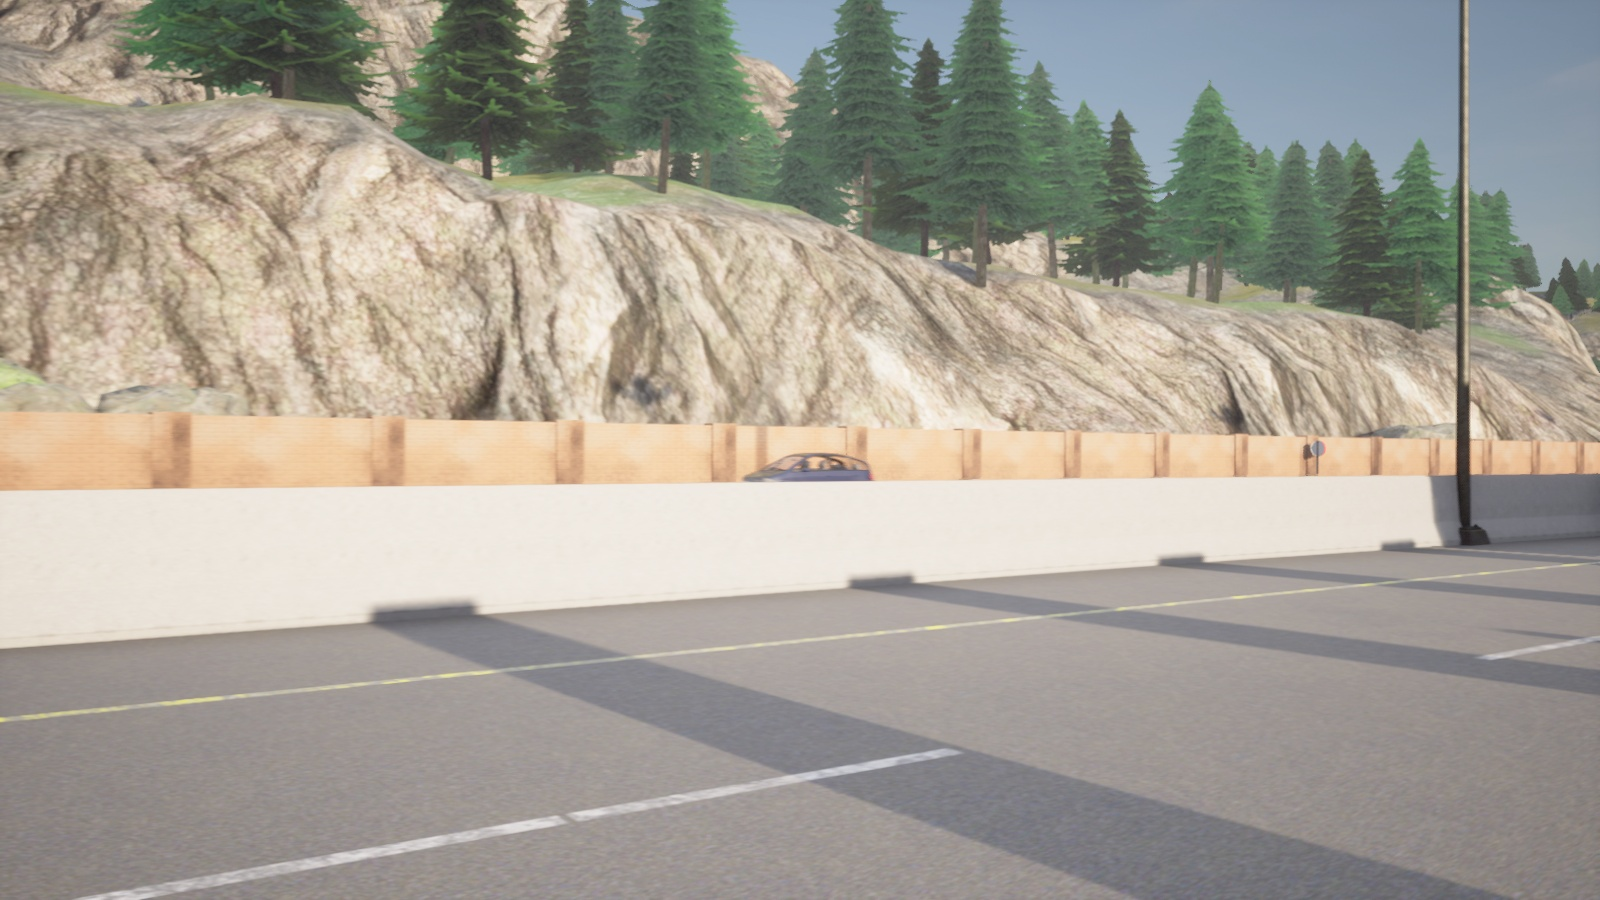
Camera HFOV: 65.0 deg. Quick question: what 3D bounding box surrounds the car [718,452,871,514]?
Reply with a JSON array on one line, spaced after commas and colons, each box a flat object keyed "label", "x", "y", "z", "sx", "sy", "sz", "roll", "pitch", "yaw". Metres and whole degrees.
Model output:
[{"label": "car", "x": -0.121, "y": 0.844, "z": 33.358, "sx": 3.705, "sy": 1.549, "sz": 1.789, "roll": 0, "pitch": 0, "yaw": -34}]
